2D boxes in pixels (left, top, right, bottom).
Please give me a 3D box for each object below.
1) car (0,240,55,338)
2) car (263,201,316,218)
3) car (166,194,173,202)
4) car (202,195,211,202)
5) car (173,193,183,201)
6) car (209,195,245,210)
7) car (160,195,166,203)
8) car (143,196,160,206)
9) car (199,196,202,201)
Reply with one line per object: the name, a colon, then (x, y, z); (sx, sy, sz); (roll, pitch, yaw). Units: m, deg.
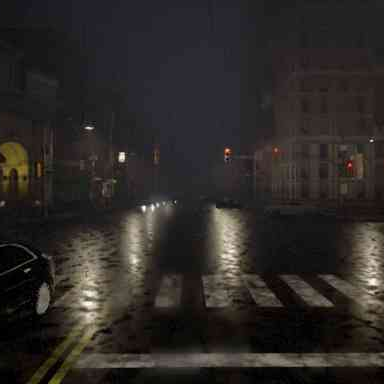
car: (-3.554, 1.504, 4.522); (1.837, 1.490, 4.892); (0, 0, 0)
car: (8.825, 1.521, 30.145); (4.674, 1.442, 1.812); (0, 0, -6)
car: (-6.440, 1.513, 75.886); (2.128, 1.511, 4.902); (0, 0, 7)
car: (3.722, 1.489, 72.262); (1.837, 1.490, 4.892); (0, 0, 7)
car: (-3.966, 1.211, 85.950); (2.150, 2.045, 5.566); (0, 0, 19)
car: (4.659, 1.485, 41.735); (2.128, 1.511, 4.902); (-1, 0, -27)
car: (-6.979, 1.481, 65.733); (2.128, 1.511, 4.902); (0, 0, 1)
car: (-7.013, 1.592, 56.096); (1.895, 1.301, 4.718); (0, 0, 1)
car: (3.319, 1.511, 85.422); (1.812, 1.442, 4.674); (0, 0, 22)
